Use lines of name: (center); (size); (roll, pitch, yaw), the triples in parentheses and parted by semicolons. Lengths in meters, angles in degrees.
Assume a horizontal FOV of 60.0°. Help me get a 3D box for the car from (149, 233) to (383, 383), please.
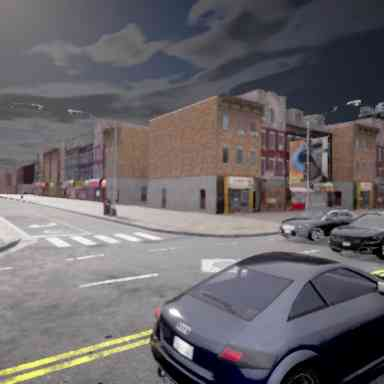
car: (1.539, 1.546, 4.528); (4.181, 1.385, 1.994); (0, 0, -36)

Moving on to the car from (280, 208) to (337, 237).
car: (6.549, 1.572, 16.628); (4.902, 1.511, 2.128); (0, 0, -30)

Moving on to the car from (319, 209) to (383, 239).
car: (7.359, 1.541, 12.931); (5.008, 1.535, 1.882); (0, 0, -36)
